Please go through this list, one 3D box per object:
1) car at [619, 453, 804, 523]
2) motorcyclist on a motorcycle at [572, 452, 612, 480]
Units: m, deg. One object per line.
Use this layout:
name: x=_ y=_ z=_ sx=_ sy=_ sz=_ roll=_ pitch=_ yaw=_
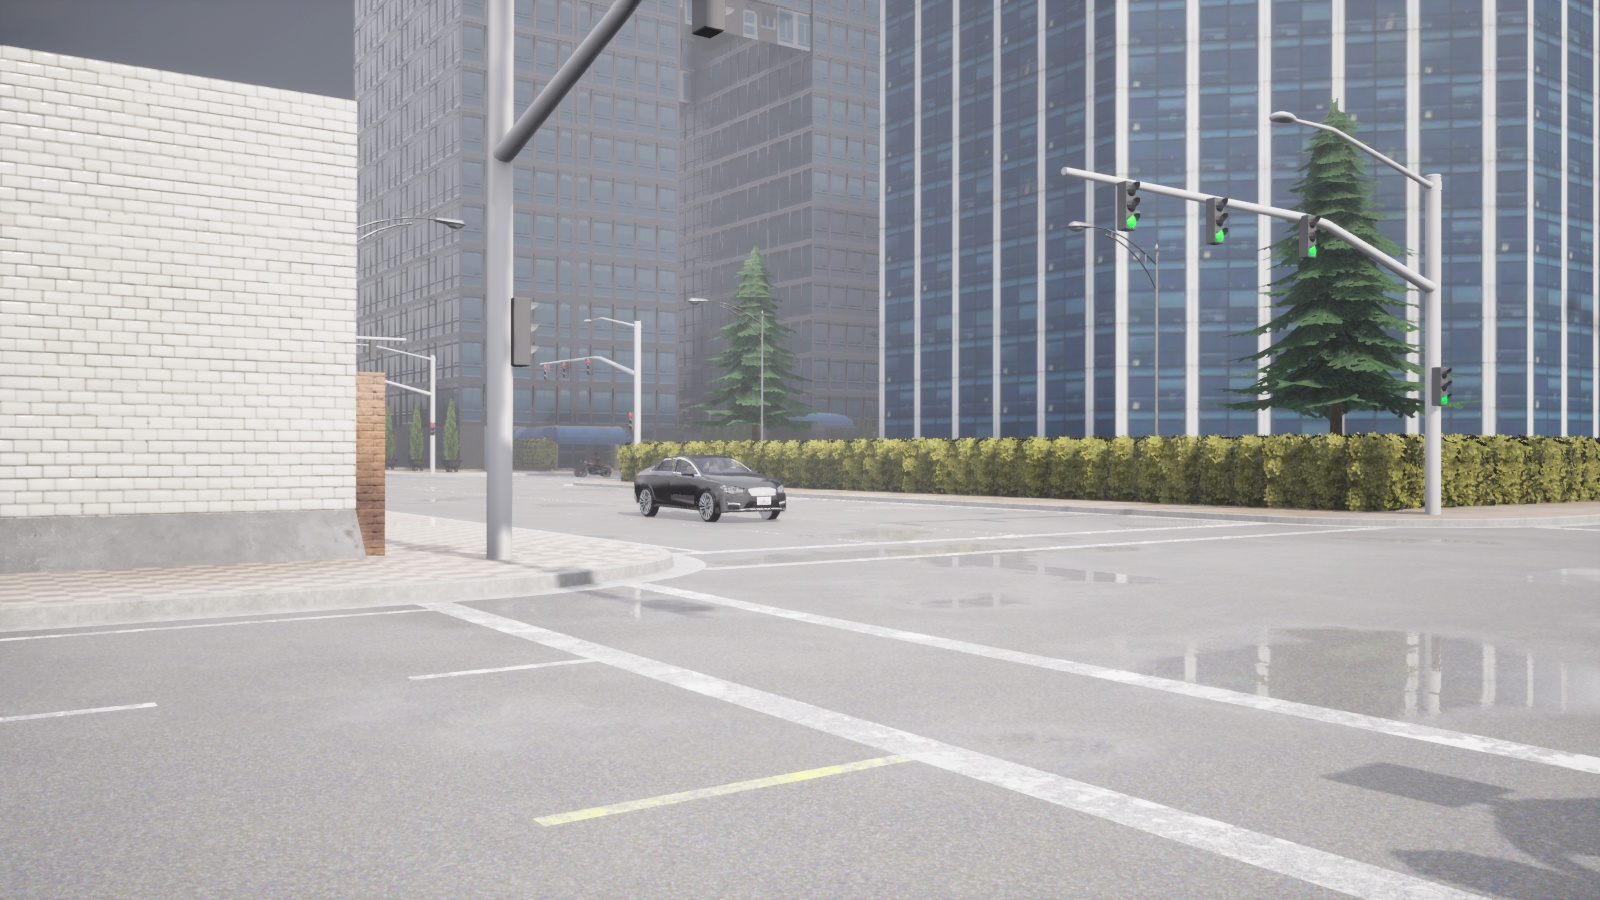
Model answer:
car: x=-2.194 y=0.834 z=29.697 sx=2.128 sy=1.511 sz=4.902 roll=0 pitch=0 yaw=-35
motorcyclist on a motorcycle: x=-12.665 y=0.965 z=76.487 sx=2.350 sy=1.649 sz=0.766 roll=0 pitch=0 yaw=-35
